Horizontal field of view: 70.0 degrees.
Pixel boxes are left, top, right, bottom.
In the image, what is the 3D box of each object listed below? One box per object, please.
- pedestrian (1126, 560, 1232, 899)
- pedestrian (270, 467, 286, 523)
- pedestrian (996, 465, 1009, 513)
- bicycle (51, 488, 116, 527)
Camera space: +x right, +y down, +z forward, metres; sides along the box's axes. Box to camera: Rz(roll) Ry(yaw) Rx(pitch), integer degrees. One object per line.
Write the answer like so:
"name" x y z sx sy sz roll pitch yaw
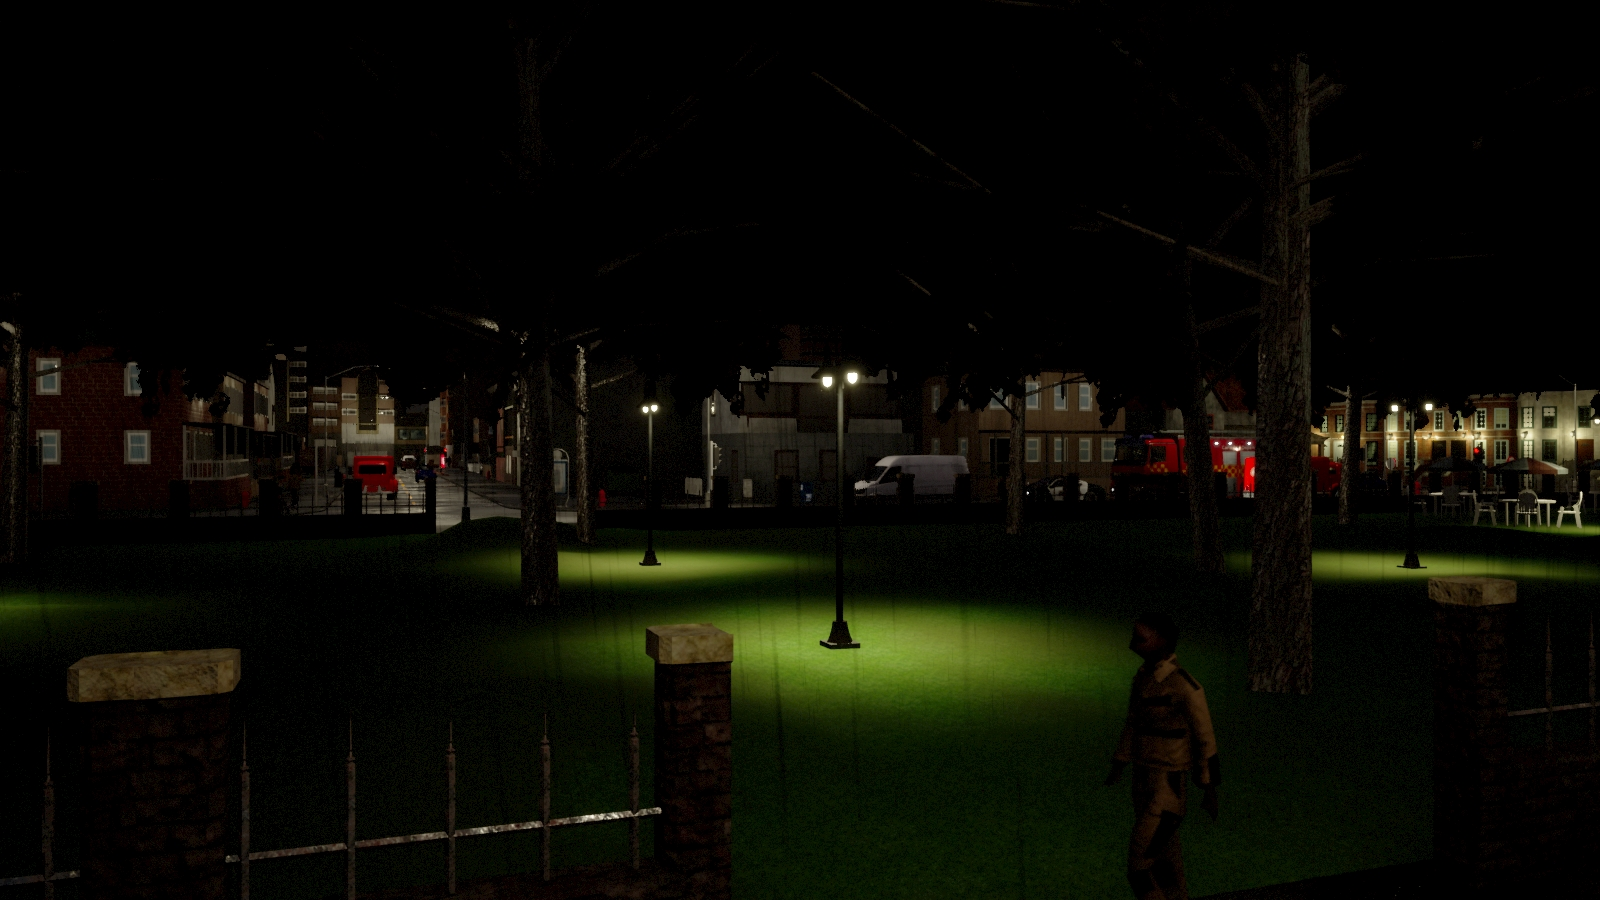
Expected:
"pedestrian" 1.956 1.525 5.920 0.375 1.860 0.375 0 0 -16
"pedestrian" -17.678 1.525 38.689 0.375 1.860 0.375 0 0 -7
"pedestrian" 7.971 1.525 45.021 0.375 1.860 0.375 0 0 -20
"bicycle" -24.366 1.940 38.877 1.835 1.271 0.329 0 0 -20
